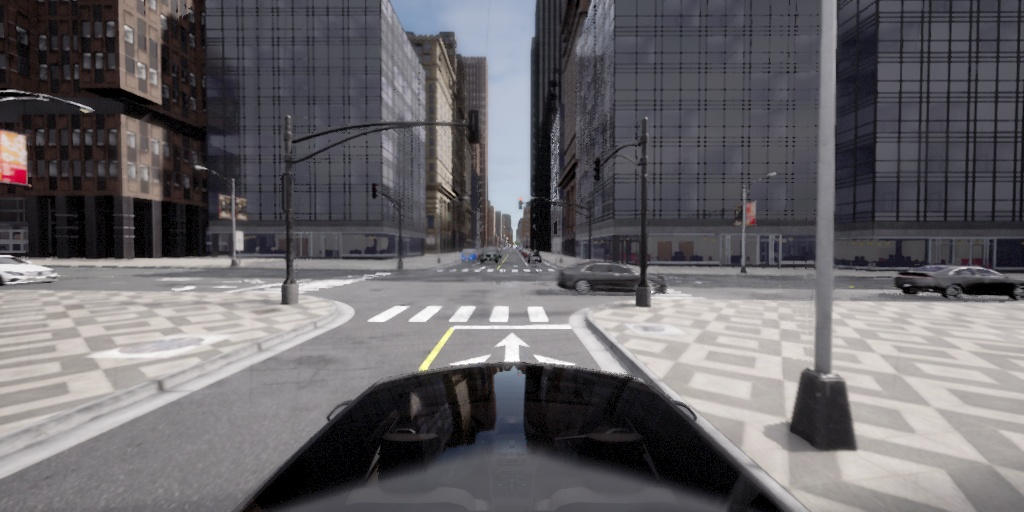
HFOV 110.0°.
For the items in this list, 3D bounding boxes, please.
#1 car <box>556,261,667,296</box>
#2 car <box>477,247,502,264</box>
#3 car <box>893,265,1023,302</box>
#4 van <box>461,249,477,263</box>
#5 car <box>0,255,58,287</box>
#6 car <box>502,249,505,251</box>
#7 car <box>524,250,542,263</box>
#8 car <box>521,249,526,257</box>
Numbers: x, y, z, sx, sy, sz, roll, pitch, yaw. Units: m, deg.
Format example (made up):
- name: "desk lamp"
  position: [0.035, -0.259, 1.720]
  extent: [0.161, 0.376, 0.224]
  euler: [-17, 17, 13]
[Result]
- name: "car"
  position: [4.450, 1.012, 16.260]
  extent: [4.892, 1.490, 1.837]
  euler: [1, 1, 0]
- name: "car"
  position: [-2.847, -0.125, 45.950]
  extent: [2.150, 2.045, 5.566]
  euler: [0, 2, 0]
- name: "car"
  position: [20.266, 1.168, 16.169]
  extent: [4.902, 1.511, 2.128]
  euler: [1, 1, 0]
- name: "van"
  position: [-5.617, -0.026, 46.880]
  extent: [1.690, 1.789, 3.998]
  euler: [0, 0, 0]
- name: "car"
  position: [-23.919, 0.658, 16.439]
  extent: [4.674, 1.442, 1.812]
  euler: [2, 1, 0]
- name: "car"
  position: [-2.688, -0.158, 62.113]
  extent: [1.895, 1.301, 4.718]
  euler: [0, 1, 1]
- name: "car"
  position: [2.909, 0.200, 46.820]
  extent: [1.948, 1.339, 4.313]
  euler: [0, 0, 0]
- name: "car"
  position: [3.028, -0.220, 63.763]
  extent: [1.802, 1.307, 4.207]
  euler: [0, 0, 0]
